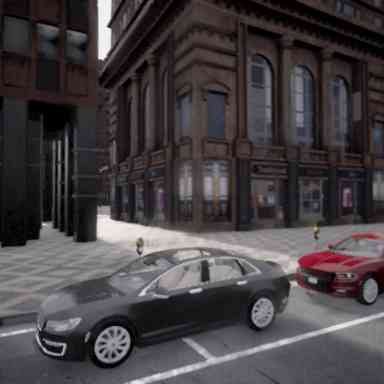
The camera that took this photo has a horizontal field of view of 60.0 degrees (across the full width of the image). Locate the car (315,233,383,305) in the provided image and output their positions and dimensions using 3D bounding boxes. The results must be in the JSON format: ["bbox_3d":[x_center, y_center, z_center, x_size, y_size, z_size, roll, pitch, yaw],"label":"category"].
[{"bbox_3d":[4.657,1.740,8.464,4.507,1.381,1.887,1,-2,-29],"label":"car"}]

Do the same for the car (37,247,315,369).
[{"bbox_3d":[-0.272,1.700,5.781,4.403,1.369,2.008,1,-2,-29],"label":"car"}]
